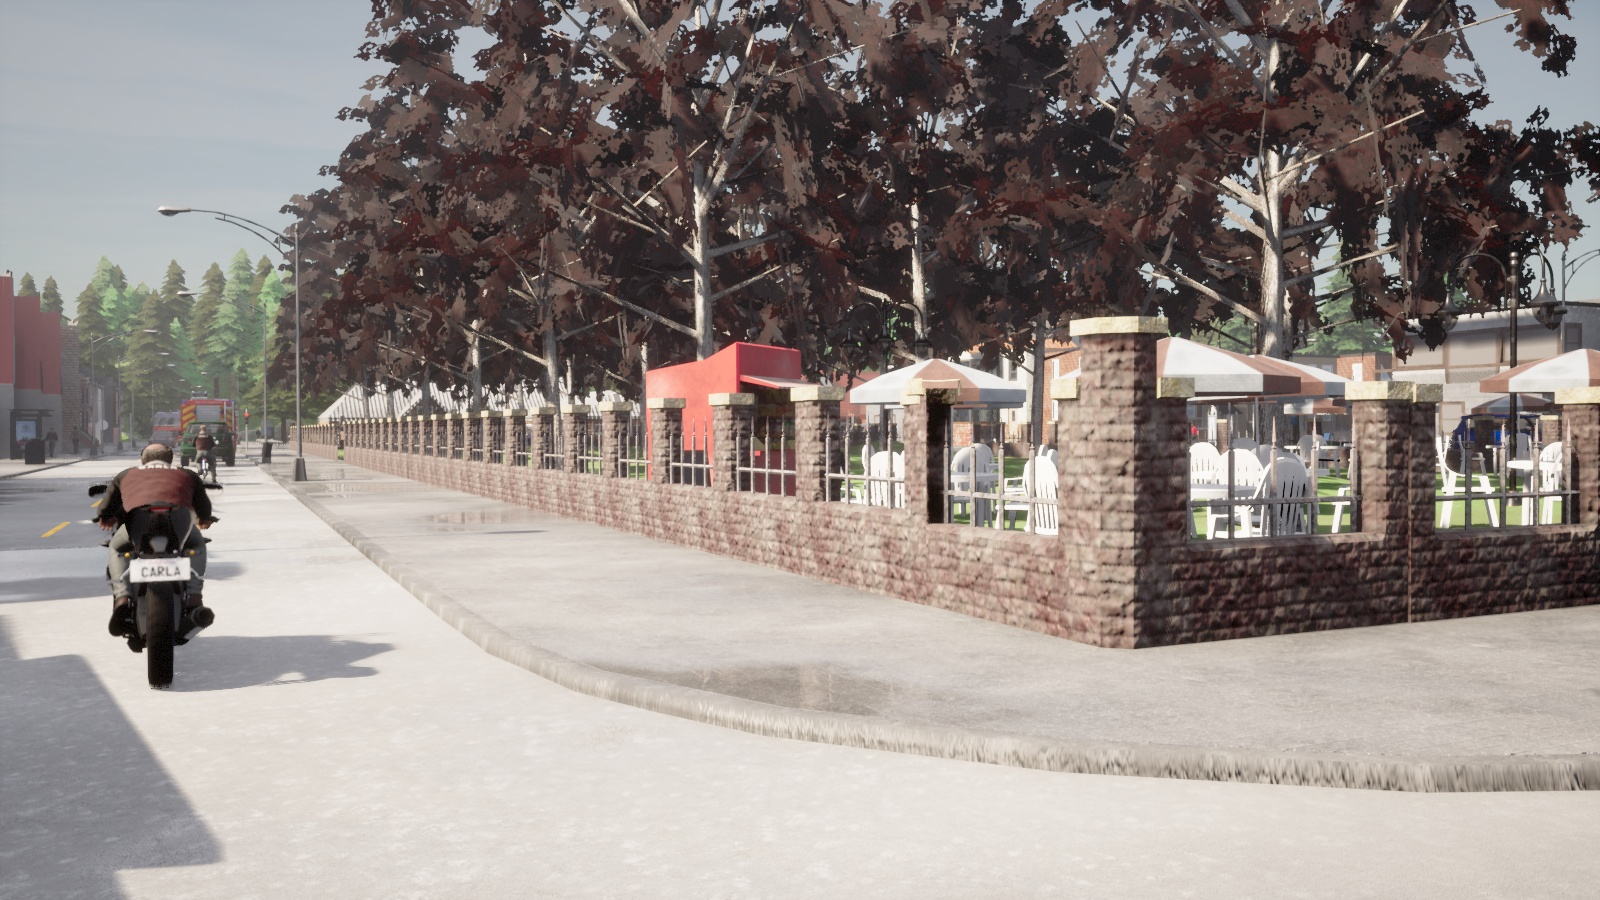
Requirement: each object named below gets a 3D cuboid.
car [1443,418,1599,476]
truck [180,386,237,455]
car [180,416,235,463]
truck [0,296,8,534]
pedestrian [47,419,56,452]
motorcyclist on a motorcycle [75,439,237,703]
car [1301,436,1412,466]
[{"bbox_3d":[27.506,-0.156,47.462,2.150,2.045,5.566,0,1,-25],"label":"car"},{"bbox_3d":[-34.908,-1.710,74.211,2.891,3.827,8.468,0,1,-25],"label":"truck"},{"bbox_3d":[-26.806,-0.506,56.820,2.150,2.045,5.566,0,1,-25],"label":"car"},{"bbox_3d":[-11.572,-0.446,14.714,2.891,3.462,7.936,0,1,-25],"label":"truck"},{"bbox_3d":[-43.184,-0.836,72.472,0.376,1.854,0.720,0,1,-28],"label":"pedestrian"},{"bbox_3d":[-4.371,0.701,8.532,0.866,1.530,2.191,0,1,-28],"label":"motorcyclist on a motorcycle"},{"bbox_3d":[26.309,0.018,59.515,1.895,1.301,4.718,0,1,-25],"label":"car"}]
